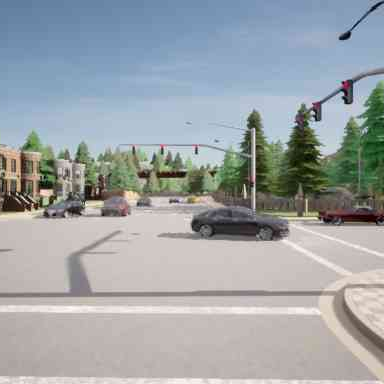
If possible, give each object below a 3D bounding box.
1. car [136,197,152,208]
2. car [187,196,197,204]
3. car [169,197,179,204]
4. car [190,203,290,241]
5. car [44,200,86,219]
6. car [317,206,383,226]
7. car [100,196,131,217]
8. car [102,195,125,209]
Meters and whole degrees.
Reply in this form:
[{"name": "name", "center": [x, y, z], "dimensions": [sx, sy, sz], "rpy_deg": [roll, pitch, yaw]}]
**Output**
[{"name": "car", "center": [-7.097, 1.507, 49.348], "dimensions": [1.837, 1.490, 4.892], "rpy_deg": [0, -1, 0]}, {"name": "car", "center": [0.051, 1.477, 64.944], "dimensions": [1.882, 1.535, 5.008], "rpy_deg": [0, 0, 0]}, {"name": "car", "center": [-3.450, 1.601, 65.232], "dimensions": [1.895, 1.301, 4.718], "rpy_deg": [0, 0, 0]}, {"name": "car", "center": [2.299, 1.505, 16.483], "dimensions": [4.892, 1.490, 1.837], "rpy_deg": [0, 2, 21]}, {"name": "car", "center": [-11.014, 1.493, 29.102], "dimensions": [2.128, 1.511, 4.902], "rpy_deg": [0, 0, 7]}, {"name": "car", "center": [11.171, 1.601, 22.914], "dimensions": [4.718, 1.301, 1.895], "rpy_deg": [0, 0, 2]}, {"name": "car", "center": [-6.998, 1.353, 30.749], "dimensions": [2.097, 1.767, 4.553], "rpy_deg": [0, 0, -2]}, {"name": "car", "center": [-10.614, 1.352, 45.245], "dimensions": [2.097, 1.767, 4.553], "rpy_deg": [0, 0, 0]}]
